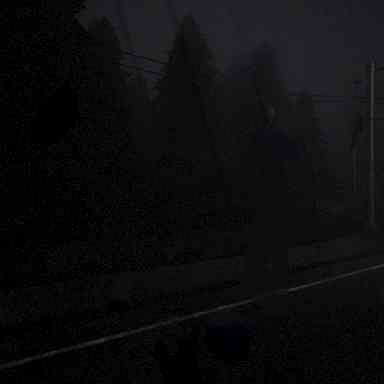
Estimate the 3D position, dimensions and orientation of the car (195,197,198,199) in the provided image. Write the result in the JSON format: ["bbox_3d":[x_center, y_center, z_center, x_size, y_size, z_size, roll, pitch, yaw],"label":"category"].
[{"bbox_3d":[-0.118,1.601,65.234,4.718,1.301,1.895,0,0,27],"label":"car"}]

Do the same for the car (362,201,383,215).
[{"bbox_3d":[18.095,1.547,31.233,2.033,1.411,5.357,0,0,-1],"label":"car"}]
